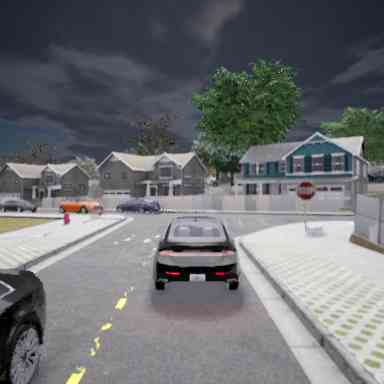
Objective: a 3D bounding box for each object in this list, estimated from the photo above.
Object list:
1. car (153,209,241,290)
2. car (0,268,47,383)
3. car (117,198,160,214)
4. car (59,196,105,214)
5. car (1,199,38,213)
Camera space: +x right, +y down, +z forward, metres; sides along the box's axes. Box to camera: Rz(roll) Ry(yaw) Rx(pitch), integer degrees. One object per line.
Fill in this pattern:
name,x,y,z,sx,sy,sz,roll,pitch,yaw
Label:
car,0.103,1.379,8.719,2.128,1.511,4.902,0,1,0
car,-2.752,1.461,2.299,2.128,1.511,4.902,0,1,0
car,-5.080,1.291,31.436,4.674,1.442,1.812,-1,-2,36
car,-10.341,1.188,31.289,4.553,1.767,2.097,-1,-1,32
car,-19.037,1.549,36.578,4.892,1.490,1.837,-1,-1,31
